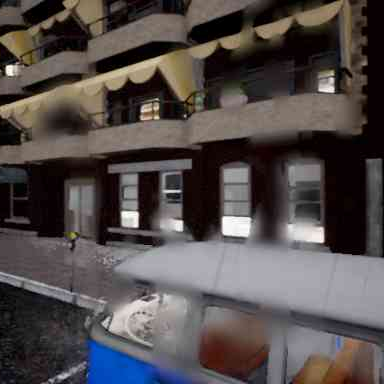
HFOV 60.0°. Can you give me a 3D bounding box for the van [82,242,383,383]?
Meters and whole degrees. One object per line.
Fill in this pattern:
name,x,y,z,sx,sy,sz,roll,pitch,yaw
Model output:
van,0.985,1.343,2.171,3.998,1.788,1.690,0,0,36
